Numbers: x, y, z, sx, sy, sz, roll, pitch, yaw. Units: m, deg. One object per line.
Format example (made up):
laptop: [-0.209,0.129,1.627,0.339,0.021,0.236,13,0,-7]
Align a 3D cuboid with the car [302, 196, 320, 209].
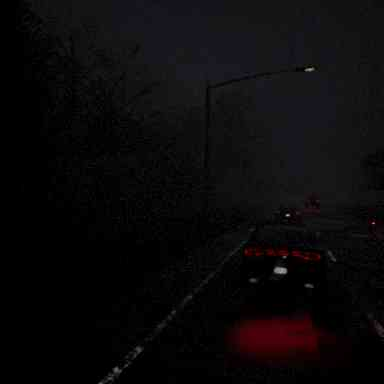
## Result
car: [19.530,1.621,54.178,2.150,2.045,5.566,1,0,17]

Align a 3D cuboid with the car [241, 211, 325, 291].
car: [2.583,1.527,9.402,1.882,1.535,5.008,1,0,17]

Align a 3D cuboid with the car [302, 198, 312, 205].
car: [24.135,2.014,70.057,1.812,1.442,4.674,1,0,17]

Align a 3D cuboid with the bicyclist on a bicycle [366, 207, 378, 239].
bicyclist on a bicycle: [9.614,1.657,17.738,0.582,1.620,1.656,1,0,16]

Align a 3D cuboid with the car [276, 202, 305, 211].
car: [7.703,1.714,26.656,1.994,1.385,4.181,1,0,17]
